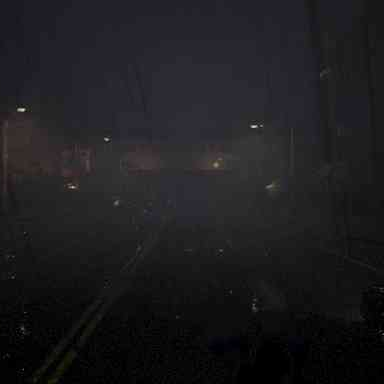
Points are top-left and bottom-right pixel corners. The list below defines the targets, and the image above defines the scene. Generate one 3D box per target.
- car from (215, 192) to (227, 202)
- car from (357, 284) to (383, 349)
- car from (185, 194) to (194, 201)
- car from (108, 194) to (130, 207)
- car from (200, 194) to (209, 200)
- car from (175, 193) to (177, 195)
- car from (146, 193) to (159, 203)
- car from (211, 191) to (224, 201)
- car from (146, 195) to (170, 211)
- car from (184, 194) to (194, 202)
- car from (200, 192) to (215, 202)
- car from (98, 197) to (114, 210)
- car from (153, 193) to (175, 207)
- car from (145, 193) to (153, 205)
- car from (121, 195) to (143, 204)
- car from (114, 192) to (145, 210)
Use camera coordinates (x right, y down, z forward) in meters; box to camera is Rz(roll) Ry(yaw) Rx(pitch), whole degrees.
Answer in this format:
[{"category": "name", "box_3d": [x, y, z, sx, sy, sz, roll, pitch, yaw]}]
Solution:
[{"category": "car", "box_3d": [6.082, 1.309, 70.077, 1.895, 1.301, 4.718, 0, 0, -1]}, {"category": "car", "box_3d": [3.522, 1.529, 2.788, 2.033, 1.411, 5.357, 0, 0, 0]}, {"category": "car", "box_3d": [-0.585, 1.158, 77.525, 2.128, 1.511, 4.902, 0, 0, -1]}, {"category": "car", "box_3d": [-10.476, 1.191, 47.915, 2.185, 1.767, 4.553, 0, 0, -1]}, {"category": "car", "box_3d": [2.915, 1.177, 77.551, 1.994, 1.385, 4.181, 0, 0, -1]}, {"category": "car", "box_3d": [-4.072, 1.142, 57.258, 2.097, 1.767, 4.553, 0, 0, 0]}, {"category": "car", "box_3d": [-7.575, 1.121, 63.871, 2.097, 1.767, 4.553, 0, 0, -1]}, {"category": "car", "box_3d": [5.966, 0.914, 77.470, 2.435, 2.045, 5.566, 0, 0, -1]}, {"category": "car", "box_3d": [-3.913, 1.382, 39.092, 1.812, 1.442, 4.674, 0, 0, 0]}, {"category": "car", "box_3d": [-0.572, 1.337, 67.556, 1.895, 1.301, 4.718, 0, 0, 0]}, {"category": "car", "box_3d": [2.927, 0.954, 67.169, 2.150, 2.045, 5.566, 0, 0, 0]}, {"category": "car", "box_3d": [-10.275, 1.341, 41.492, 2.097, 1.535, 5.008, 0, 0, -1]}, {"category": "car", "box_3d": [-3.989, 1.175, 47.877, 2.097, 1.767, 4.553, 0, 0, 0]}, {"category": "car", "box_3d": [-7.500, 1.324, 50.423, 1.837, 1.490, 4.892, 0, 1, 0]}, {"category": "car", "box_3d": [-10.542, 1.276, 58.690, 2.231, 1.521, 4.892, 0, 0, 9]}, {"category": "car", "box_3d": [-7.427, 1.082, 39.999, 2.150, 2.045, 5.566, 0, 0, -1]}]
